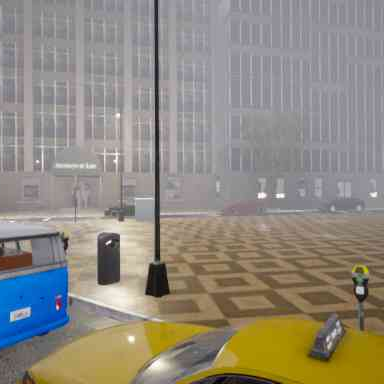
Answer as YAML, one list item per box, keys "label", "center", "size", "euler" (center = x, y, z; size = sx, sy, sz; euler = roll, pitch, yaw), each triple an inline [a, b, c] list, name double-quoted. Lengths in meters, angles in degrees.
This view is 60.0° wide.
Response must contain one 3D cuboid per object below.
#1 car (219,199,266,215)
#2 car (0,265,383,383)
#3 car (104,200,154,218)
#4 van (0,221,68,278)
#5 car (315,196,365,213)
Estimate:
- label: "car"
  center: [4.553, 1.320, 29.924]
  size: [4.181, 1.385, 1.994]
  euler: [0, 0, -14]
- label: "car"
  center: [0.649, 1.526, 2.263]
  size: [4.829, 1.417, 1.752]
  euler: [0, 0, 35]
- label: "car"
  center: [-5.161, 1.396, 27.499]
  size: [4.181, 1.385, 1.994]
  euler: [0, 0, -14]
- label: "van"
  center: [-3.722, 1.343, 5.372]
  size: [3.998, 1.788, 1.690]
  euler: [0, 0, 35]
- label: "car"
  center: [14.412, 1.191, 32.367]
  size: [4.892, 1.490, 1.837]
  euler: [0, 0, -14]
